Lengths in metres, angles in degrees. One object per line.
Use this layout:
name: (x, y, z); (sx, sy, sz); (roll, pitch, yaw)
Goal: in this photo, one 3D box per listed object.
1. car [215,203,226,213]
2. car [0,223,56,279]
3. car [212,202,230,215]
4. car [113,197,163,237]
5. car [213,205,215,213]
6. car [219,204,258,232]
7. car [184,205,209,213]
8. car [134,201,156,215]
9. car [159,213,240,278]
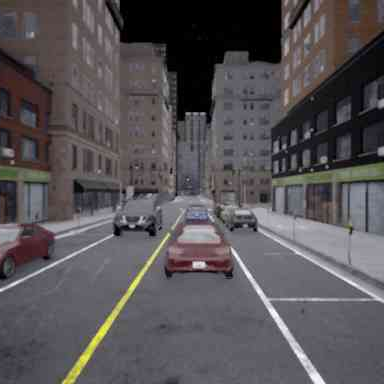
car: (3.142, 1.726, 26.960); (1.752, 1.417, 4.829); (0, 0, 1)
car: (-5.584, 1.636, 10.127); (1.802, 1.307, 4.206); (0, 0, 1)
car: (3.265, 1.857, 37.961); (1.802, 1.307, 4.206); (0, 0, 1)
car: (-2.906, 1.348, 19.097); (2.150, 2.045, 5.566); (0, 0, 1)
car: (3.203, 1.803, 32.376); (1.947, 1.339, 4.313); (0, 0, 1)
car: (3.079, 1.713, 21.205); (2.008, 1.369, 4.403); (0, 0, 1)
car: (0.374, 1.737, 26.758); (2.033, 1.411, 5.357); (0, 0, 1)
car: (-5.280, 1.789, 38.053); (1.887, 1.381, 4.507); (0, 0, 1)
car: (0.196, 1.601, 10.265); (1.812, 1.442, 4.674); (0, -1, 1)
